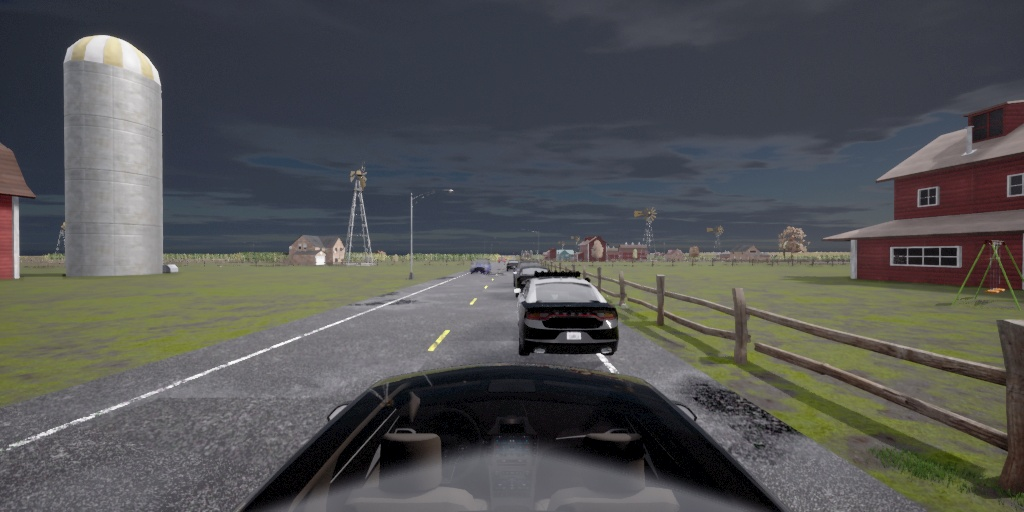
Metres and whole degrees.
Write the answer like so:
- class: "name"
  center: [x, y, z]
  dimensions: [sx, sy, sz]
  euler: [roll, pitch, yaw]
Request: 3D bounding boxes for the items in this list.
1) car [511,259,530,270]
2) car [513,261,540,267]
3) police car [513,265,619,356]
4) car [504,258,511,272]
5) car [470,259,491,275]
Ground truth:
- class: "car"
  center: [1.137, 1.109, 24.633]
  dimensions: [2.097, 1.767, 4.553]
  euler: [0, 0, 0]
- class: "car"
  center: [1.116, 1.231, 18.662]
  dimensions: [1.882, 1.535, 5.008]
  euler: [0, 0, 0]
- class: "police car"
  center: [1.079, 1.175, 8.771]
  dimensions: [1.930, 1.638, 5.238]
  euler: [0, 0, 0]
- class: "car"
  center: [0.230, 1.267, 48.316]
  dimensions: [1.882, 1.535, 5.008]
  euler: [0, 0, 0]
- class: "car"
  center: [-3.454, 1.128, 40.185]
  dimensions: [2.097, 1.767, 4.553]
  euler: [0, 0, 0]
